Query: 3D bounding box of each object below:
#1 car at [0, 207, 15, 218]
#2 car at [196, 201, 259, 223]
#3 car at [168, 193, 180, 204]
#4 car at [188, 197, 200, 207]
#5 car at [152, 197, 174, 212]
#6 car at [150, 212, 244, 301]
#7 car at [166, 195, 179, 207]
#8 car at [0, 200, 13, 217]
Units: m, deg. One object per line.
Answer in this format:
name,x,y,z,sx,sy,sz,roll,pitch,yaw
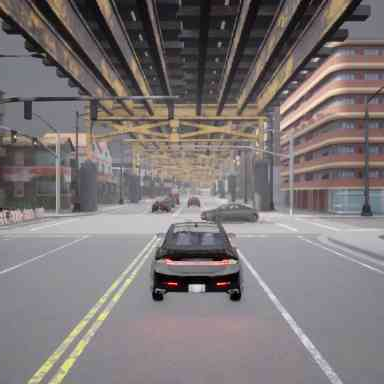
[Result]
car,-16.660,1.453,26.019,4.974,1.542,2.038,0,0,-20
car,2.732,1.564,24.243,4.181,1.385,1.994,0,0,-15
car,-3.341,1.205,59.044,2.150,2.045,5.566,0,0,1
car,0.296,1.522,52.588,1.812,1.442,4.674,0,0,0
car,-3.457,1.601,37.984,1.895,1.301,4.718,0,0,1
car,0.105,1.492,8.321,2.128,1.511,4.902,0,0,0
car,-3.404,1.547,48.351,2.033,1.411,5.357,0,0,0
car,-16.709,1.295,26.001,4.536,1.218,1.853,0,0,-20
